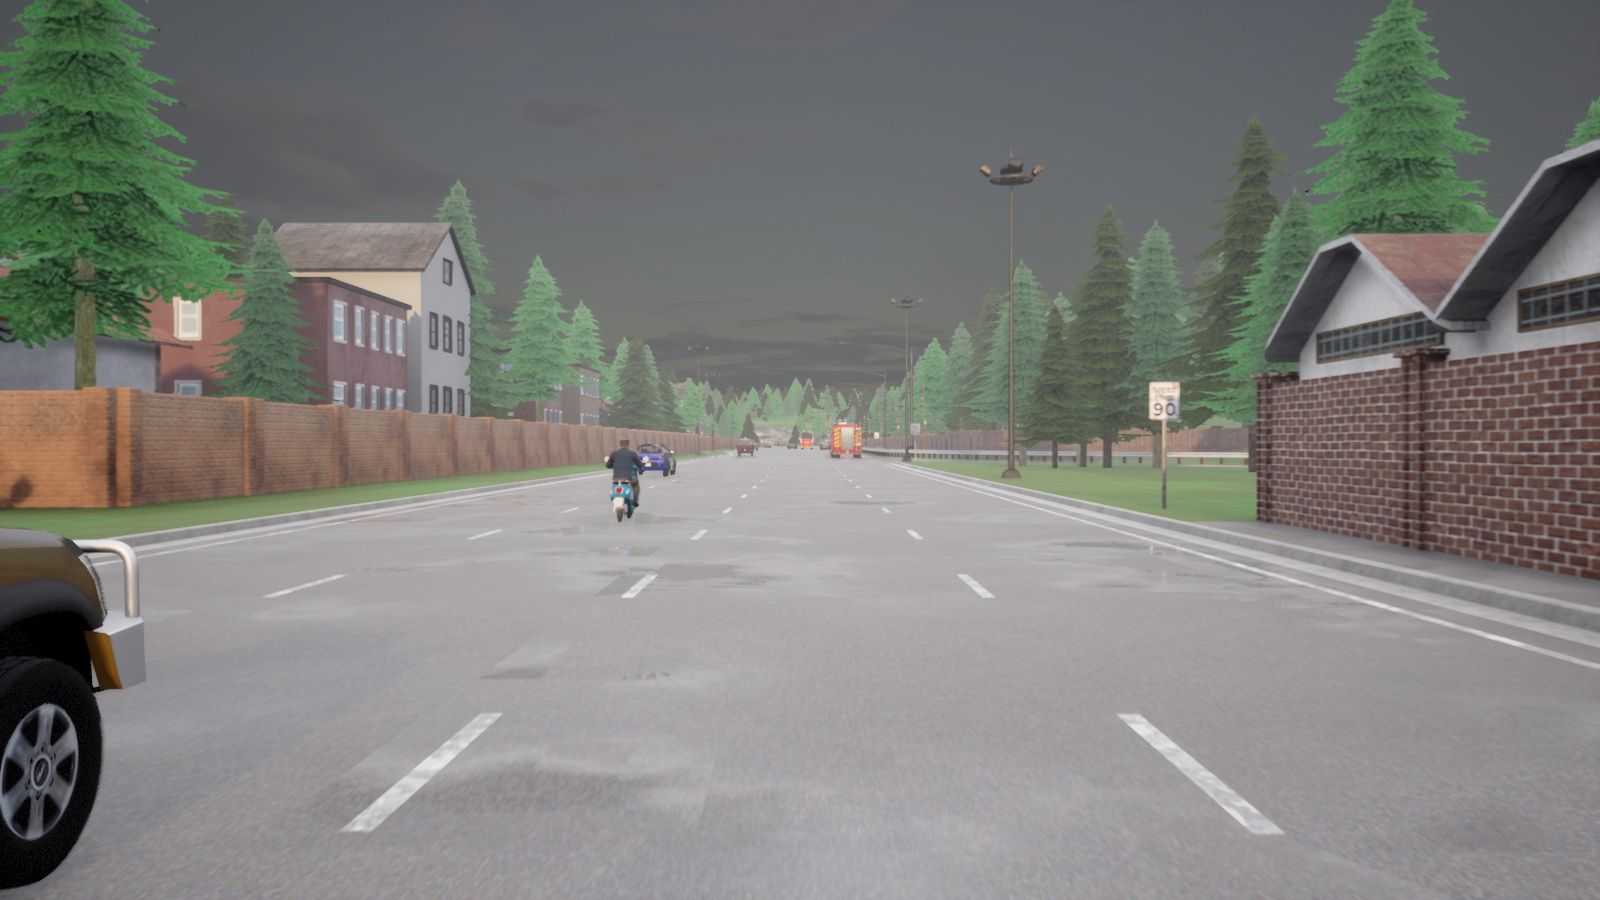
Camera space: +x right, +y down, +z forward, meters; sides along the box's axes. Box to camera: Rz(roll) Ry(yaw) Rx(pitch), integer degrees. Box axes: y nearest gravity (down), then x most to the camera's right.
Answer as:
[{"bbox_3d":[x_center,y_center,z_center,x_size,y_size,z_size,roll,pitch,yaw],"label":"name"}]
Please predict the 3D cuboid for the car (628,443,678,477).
[{"bbox_3d":[-6.714,0.427,57.680,1.816,1.474,4.193,0,0,0],"label":"car"}]

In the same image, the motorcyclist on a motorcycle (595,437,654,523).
[{"bbox_3d":[-3.370,0.560,24.244,0.866,1.590,1.817,0,0,0],"label":"motorcyclist on a motorcycle"}]

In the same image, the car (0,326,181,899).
[{"bbox_3d":[-3.472,0.545,2.759,1.932,1.855,4.605,0,0,0],"label":"car"}]
